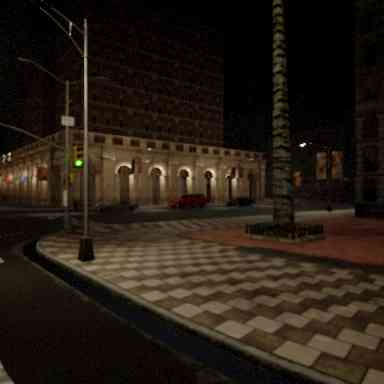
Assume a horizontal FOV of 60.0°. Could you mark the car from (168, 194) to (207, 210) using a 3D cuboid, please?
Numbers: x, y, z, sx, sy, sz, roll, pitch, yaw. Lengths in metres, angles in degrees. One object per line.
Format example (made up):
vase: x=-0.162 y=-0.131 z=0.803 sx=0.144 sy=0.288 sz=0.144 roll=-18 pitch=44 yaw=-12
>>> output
car: x=-0.490 y=1.221 z=44.194 sx=5.566 sy=2.045 sz=2.150 roll=0 pitch=0 yaw=-39

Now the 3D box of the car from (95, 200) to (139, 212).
car: x=-8.503 y=1.579 z=37.677 sx=4.718 sy=1.301 sz=1.895 roll=0 pitch=0 yaw=-39

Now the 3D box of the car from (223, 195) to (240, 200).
car: x=10.907 y=1.621 z=92.271 sx=1.895 sy=1.301 sz=4.718 roll=0 pitch=0 yaw=-40

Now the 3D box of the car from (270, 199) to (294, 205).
car: x=15.434 y=1.516 z=57.181 sx=5.008 sy=1.535 sz=1.882 roll=0 pitch=0 yaw=-39

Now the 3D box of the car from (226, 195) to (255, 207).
car: x=7.393 y=1.496 z=50.614 sx=5.008 sy=1.535 sz=1.882 roll=0 pitch=0 yaw=-39
